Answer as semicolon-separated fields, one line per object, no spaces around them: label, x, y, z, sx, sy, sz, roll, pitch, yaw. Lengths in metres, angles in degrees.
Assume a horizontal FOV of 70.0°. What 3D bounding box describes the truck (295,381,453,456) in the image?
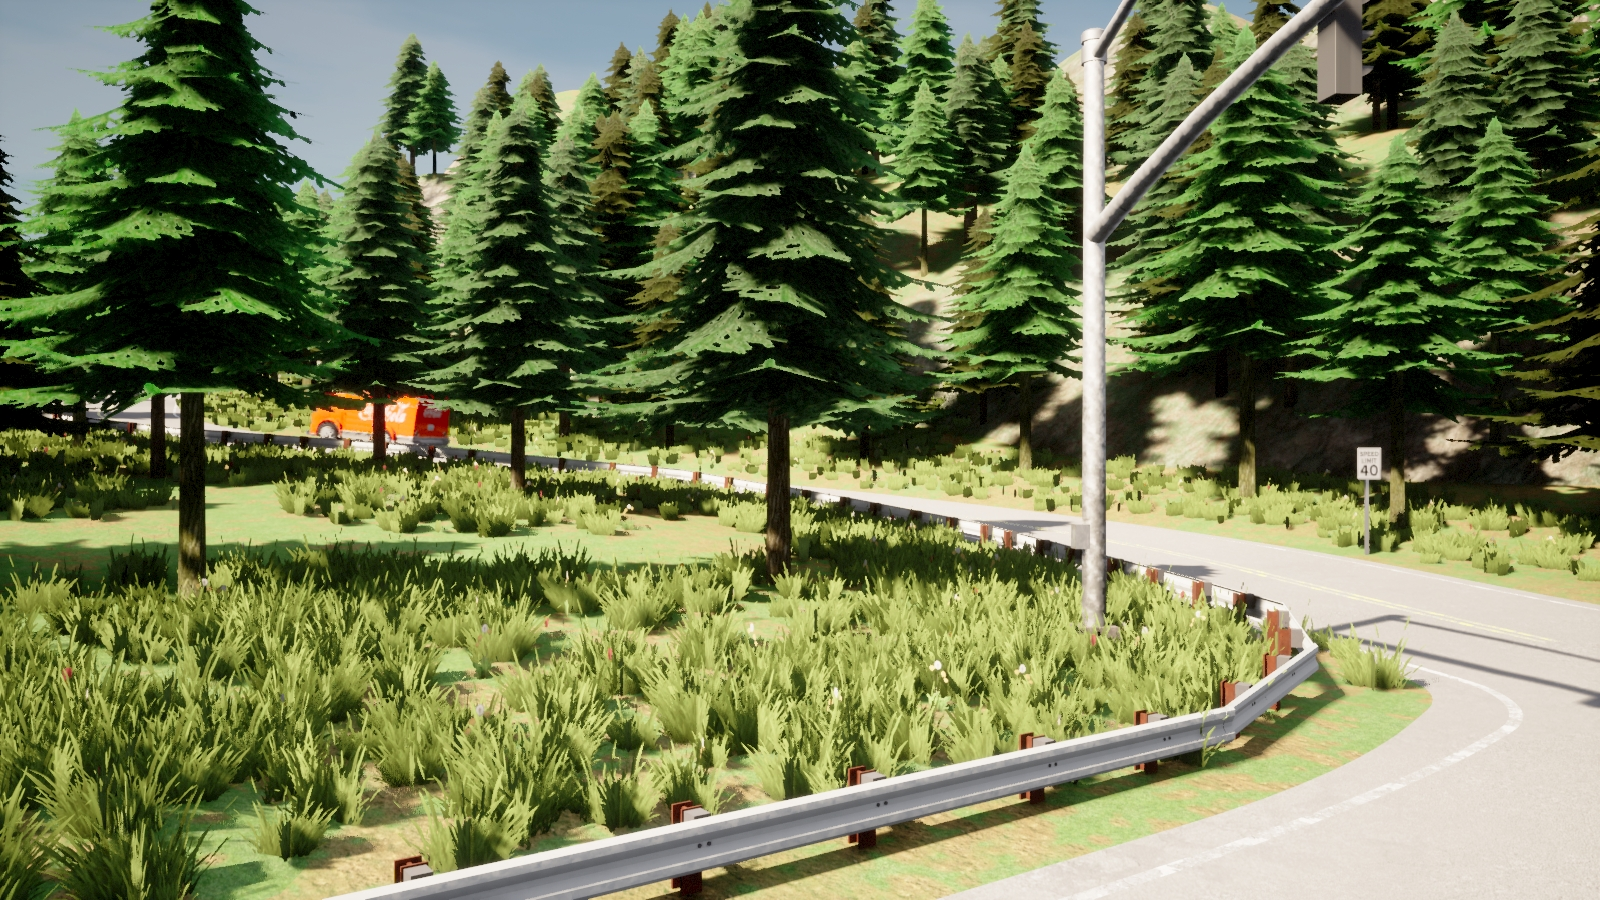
truck;-16.897;-1.244;45.406;5.204;2.467;2.627;5;2;17
